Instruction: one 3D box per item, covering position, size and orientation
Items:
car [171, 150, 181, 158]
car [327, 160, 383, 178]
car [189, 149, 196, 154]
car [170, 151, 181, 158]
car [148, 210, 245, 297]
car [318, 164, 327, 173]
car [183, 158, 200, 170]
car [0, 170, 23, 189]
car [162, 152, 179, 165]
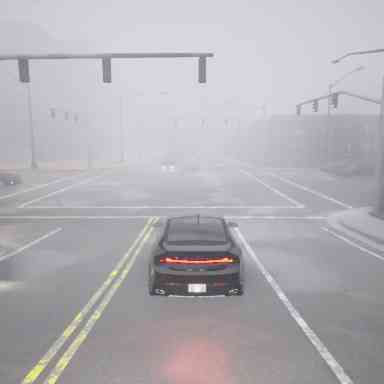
[{"bbox_3d":[-3.410,-8.071,70.968,1.882,1.535,5.008,0,9,0],"label":"car"},{"bbox_3d":[16.685,-2.140,32.808,5.357,1.411,2.033,0,9,2],"label":"car"},{"bbox_3d":[0.115,-10.966,90.285,1.994,1.385,4.181,0,9,0],"label":"car"},{"bbox_3d":[-3.490,-6.634,60.790,2.097,1.767,4.553,0,9,0],"label":"car"},{"bbox_3d":[0.082,1.203,7.996,1.837,1.490,4.892,0,4,0],"label":"car"},{"bbox_3d":[16.321,-2.727,36.258,4.902,1.511,2.128,0,9,0],"label":"car"},{"bbox_3d":[0.012,-3.607,42.231,1.812,1.442,4.674,1,9,4],"label":"car"},{"bbox_3d":[-15.834,-1.106,25.856,4.892,1.490,1.837,0,9,0],"label":"car"},{"bbox_3d":[-3.532,-4.879,50.660,2.033,1.411,5.357,0,9,0],"label":"car"}]
